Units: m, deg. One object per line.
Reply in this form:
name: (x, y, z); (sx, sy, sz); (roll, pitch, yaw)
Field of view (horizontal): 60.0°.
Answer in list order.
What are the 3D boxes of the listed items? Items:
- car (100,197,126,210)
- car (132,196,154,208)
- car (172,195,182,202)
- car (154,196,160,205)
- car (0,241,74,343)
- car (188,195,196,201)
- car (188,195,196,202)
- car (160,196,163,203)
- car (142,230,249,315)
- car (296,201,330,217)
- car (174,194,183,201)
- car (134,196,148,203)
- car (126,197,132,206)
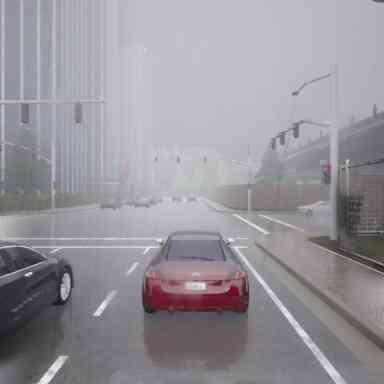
car: (-10.587, 1.547, 43.775); (2.033, 1.411, 5.357); (0, 0, 0)
car: (-7.067, 1.526, 48.065); (1.812, 1.442, 4.674); (0, 0, 0)
car: (-3.481, 1.495, 74.239); (1.837, 1.490, 4.892); (0, 0, 0)
car: (-7.068, 1.601, 57.144); (1.895, 1.301, 4.718); (0, 0, 0)
car: (-3.440, 1.505, 5.192); (1.837, 1.490, 4.892); (0, 0, 0)
car: (0.022, 1.478, 85.191); (1.882, 1.535, 5.008); (0, 0, 0)
car: (0.027, 1.478, 74.784); (1.882, 1.535, 5.008); (0, 0, 0)
car: (-7.005, 1.491, 67.162); (2.128, 1.511, 4.902); (0, 0, 0)
car: (0.074, 1.564, 7.647); (1.994, 1.385, 4.181); (0, 0, 0)
car: (12.375, 1.581, 31.745); (4.674, 1.442, 1.812); (0, 0, -3)
car: (-3.478, 1.386, 84.663); (2.128, 1.511, 4.902); (0, 0, 0)
car: (-10.482, 1.506, 68.691); (2.128, 1.511, 4.902); (0, 0, 0)
car: (-10.577, 1.490, 53.548); (2.128, 1.511, 4.902); (0, 0, 0)
